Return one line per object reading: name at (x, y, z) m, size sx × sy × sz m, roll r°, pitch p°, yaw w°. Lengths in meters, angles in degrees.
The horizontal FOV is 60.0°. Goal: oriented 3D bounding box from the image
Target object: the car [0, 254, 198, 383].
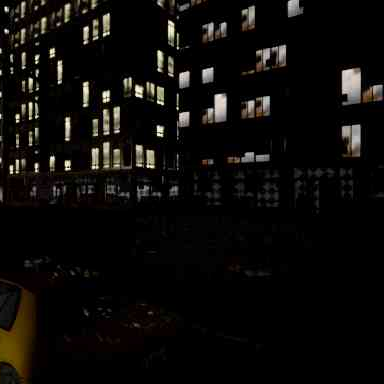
car at (-2.217, 1.525, 4.451) m, size 4.829 × 1.417 × 1.752 m, roll 0°, pitch 0°, yaw 35°
